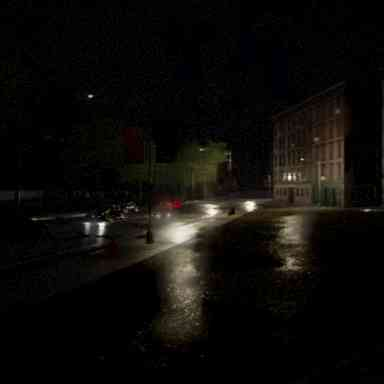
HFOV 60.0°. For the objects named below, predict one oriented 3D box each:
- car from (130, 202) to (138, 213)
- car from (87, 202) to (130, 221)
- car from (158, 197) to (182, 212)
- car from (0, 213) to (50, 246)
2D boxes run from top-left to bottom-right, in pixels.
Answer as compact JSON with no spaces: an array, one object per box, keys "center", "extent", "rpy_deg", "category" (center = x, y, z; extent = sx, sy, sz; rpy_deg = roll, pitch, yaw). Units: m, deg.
[{"center":[-8.588,2.061,42.908],"extent":[1.837,1.490,4.892],"rpy_deg":[0,-1,17],"category":"car"},{"center":[-8.321,1.990,32.655],"extent":[1.837,1.490,4.892],"rpy_deg":[0,-1,17],"category":"car"},{"center":[-3.146,1.822,49.433],"extent":[2.150,2.045,5.566],"rpy_deg":[0,0,17],"category":"car"},{"center":[-9.452,1.839,17.050],"extent":[1.837,1.490,4.892],"rpy_deg":[0,-1,17],"category":"car"}]
